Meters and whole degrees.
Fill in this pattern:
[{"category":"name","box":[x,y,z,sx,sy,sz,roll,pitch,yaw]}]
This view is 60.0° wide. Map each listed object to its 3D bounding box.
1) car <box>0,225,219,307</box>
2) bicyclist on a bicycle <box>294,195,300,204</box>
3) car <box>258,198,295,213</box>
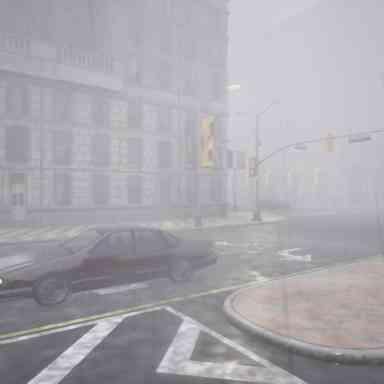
[{"category":"car","box":[-1.848,1.547,8.151,5.357,1.411,2.033,0,0,-34]},{"category":"bicyclist on a bicycle","box":[17.991,1.300,57.149,1.656,1.620,0.582,0,0,-35]},{"category":"car","box":[9.482,1.491,37.879,2.128,1.511,4.902,0,0,-35]}]
